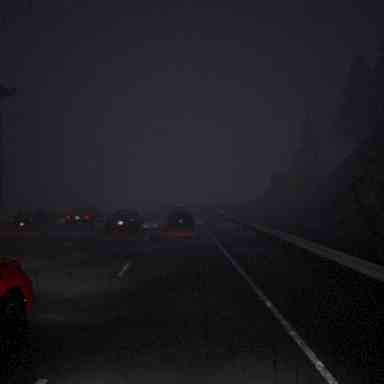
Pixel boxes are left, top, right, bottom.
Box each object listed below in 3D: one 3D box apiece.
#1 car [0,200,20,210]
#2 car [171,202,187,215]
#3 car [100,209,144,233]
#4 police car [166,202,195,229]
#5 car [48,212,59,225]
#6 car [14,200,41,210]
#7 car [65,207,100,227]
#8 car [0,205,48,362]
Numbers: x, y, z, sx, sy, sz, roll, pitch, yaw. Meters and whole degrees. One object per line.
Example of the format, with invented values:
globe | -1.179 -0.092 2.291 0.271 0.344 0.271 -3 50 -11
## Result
car | -30.370 2.095 54.220 2.128 1.511 4.902 0 -1 -2
car | -1.621 1.950 41.452 1.812 1.442 4.674 0 -1 -3
car | -4.216 1.787 21.214 1.994 1.385 4.181 0 -1 -3
police car | -0.830 1.669 23.847 1.930 1.638 5.238 0 0 -3
car | -11.355 1.867 24.244 1.895 1.301 4.718 0 -1 -3
car | -26.879 2.090 54.391 2.128 1.511 4.902 0 -1 -2
car | -7.885 1.816 25.017 2.033 1.411 5.357 0 -1 -3
car | -3.511 1.257 2.828 2.150 2.045 5.566 0 -1 -1
